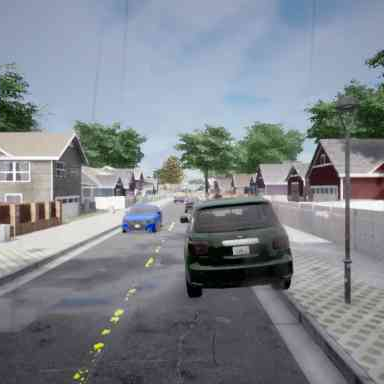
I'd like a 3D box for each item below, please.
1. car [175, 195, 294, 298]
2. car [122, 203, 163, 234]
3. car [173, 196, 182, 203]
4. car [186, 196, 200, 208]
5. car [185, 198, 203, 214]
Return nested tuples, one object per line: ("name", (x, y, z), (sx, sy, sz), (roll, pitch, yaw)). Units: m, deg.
("car", (0.902, 1.143, 8.673), (2.150, 2.045, 5.566), (-5, 0, 0))
("car", (-2.786, 1.461, 19.474), (1.882, 1.535, 5.008), (0, 0, 0))
("car", (-2.537, 1.453, 64.438), (2.033, 1.411, 5.357), (0, 0, 0))
("car", (0.182, 1.416, 46.601), (1.882, 1.535, 5.008), (0, 0, 1))
("car", (0.189, 1.461, 36.234), (1.837, 1.490, 4.892), (0, 0, 0))
